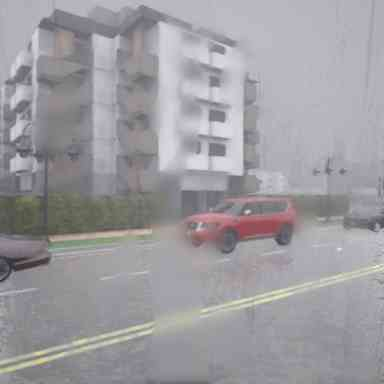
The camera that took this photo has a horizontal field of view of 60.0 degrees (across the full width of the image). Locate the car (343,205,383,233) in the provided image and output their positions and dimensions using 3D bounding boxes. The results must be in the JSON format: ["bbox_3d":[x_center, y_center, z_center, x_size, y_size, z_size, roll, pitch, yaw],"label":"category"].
[{"bbox_3d":[11.331,1.566,20.619,5.008,1.535,1.882,0,0,-35],"label":"car"}]

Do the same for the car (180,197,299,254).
[{"bbox_3d":[2.162,1.263,14.118,5.566,2.045,2.150,0,0,-36],"label":"car"}]

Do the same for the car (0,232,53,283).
[{"bbox_3d":[-6.367,1.545,8.129,5.357,1.411,2.033,0,0,-33],"label":"car"}]
